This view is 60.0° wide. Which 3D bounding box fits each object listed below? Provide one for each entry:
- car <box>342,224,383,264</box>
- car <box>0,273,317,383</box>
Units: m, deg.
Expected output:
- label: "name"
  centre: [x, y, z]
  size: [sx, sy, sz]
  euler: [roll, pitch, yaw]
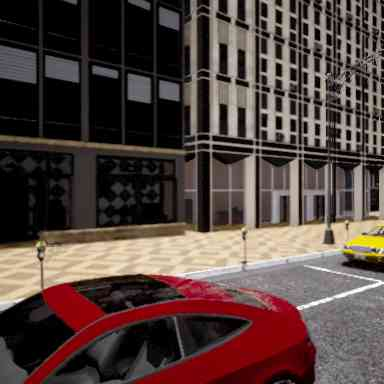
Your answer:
- label: "car"
  centre: [7.120, 1.676, 11.604]
  size: [4.829, 1.417, 1.752]
  euler: [1, -1, -35]
- label: "car"
  centre: [-0.848, 1.535, 2.779]
  size: [4.674, 1.442, 1.812]
  euler: [1, -1, -35]
